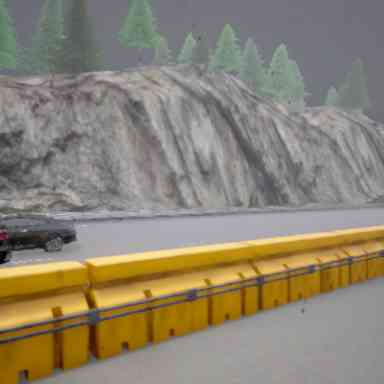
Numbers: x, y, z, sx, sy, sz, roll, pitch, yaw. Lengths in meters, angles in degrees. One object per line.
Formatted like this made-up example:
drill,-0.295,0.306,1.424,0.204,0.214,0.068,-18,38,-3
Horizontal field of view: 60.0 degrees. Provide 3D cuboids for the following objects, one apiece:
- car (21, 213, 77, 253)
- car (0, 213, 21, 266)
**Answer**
car,-6.626,1.527,12.136,4.674,1.442,1.812,0,0,-36
car,-7.166,1.206,7.433,5.566,2.045,2.150,1,0,-36
